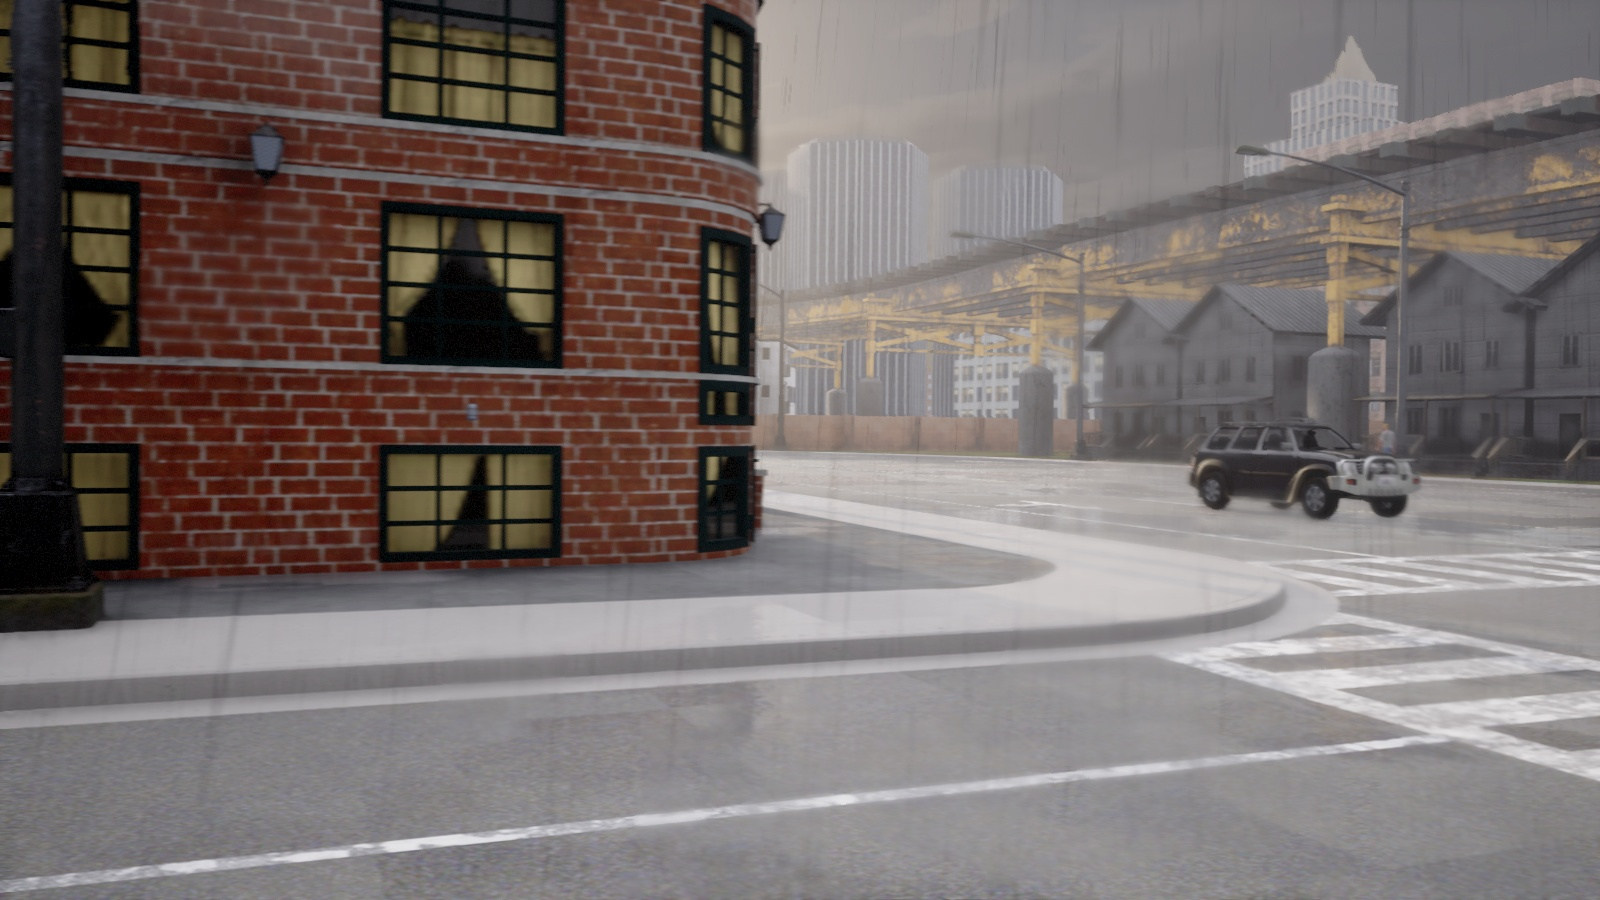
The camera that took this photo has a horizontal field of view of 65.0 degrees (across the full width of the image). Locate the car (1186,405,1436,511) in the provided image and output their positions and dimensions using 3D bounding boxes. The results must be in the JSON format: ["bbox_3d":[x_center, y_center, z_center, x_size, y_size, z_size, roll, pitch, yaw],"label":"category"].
[{"bbox_3d":[9.805,0.109,24.538,1.932,1.855,4.605,-1,1,-20],"label":"car"}]

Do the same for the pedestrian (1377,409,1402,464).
[{"bbox_3d":[20.183,-0.466,43.006,0.354,1.836,0.706,-1,1,-24],"label":"pedestrian"}]
